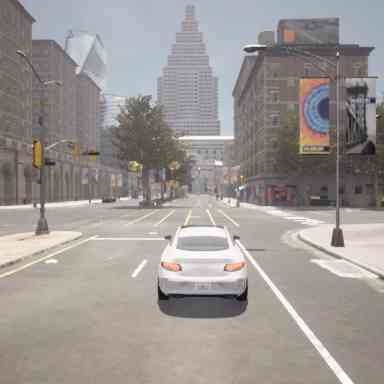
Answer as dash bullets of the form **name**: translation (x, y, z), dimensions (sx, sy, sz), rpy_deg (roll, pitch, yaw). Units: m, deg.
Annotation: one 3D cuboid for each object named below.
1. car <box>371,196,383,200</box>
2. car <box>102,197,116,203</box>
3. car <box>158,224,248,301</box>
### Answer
- **car**: translation (35.922, 1.481, 67.540), dimensions (2.231, 1.521, 4.892), rpy_deg (0, 0, 1)
- **car**: translation (-16.791, 1.595, 67.295), dimensions (1.895, 1.301, 4.718), rpy_deg (0, 0, 1)
- **car**: translation (0.254, 1.526, 8.242), dimensions (1.812, 1.442, 4.674), rpy_deg (0, 0, 2)
